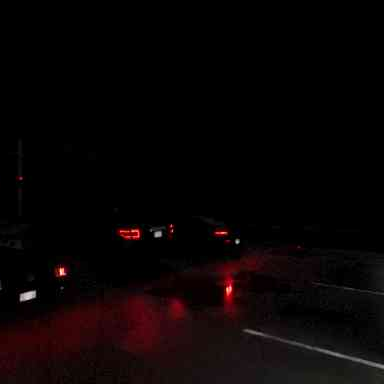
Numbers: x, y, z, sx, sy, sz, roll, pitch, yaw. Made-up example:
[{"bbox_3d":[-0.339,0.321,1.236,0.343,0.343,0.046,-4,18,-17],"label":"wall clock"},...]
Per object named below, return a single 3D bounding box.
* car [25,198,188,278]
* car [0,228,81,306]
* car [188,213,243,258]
[{"bbox_3d":[-3.075,1.221,10.444,5.566,2.045,2.150,0,0,36],"label":"car"},{"bbox_3d":[-4.773,1.601,7.353,4.718,1.301,1.895,0,0,36],"label":"car"},{"bbox_3d":[-0.310,1.525,12.761,4.674,1.442,1.812,0,0,36],"label":"car"}]
